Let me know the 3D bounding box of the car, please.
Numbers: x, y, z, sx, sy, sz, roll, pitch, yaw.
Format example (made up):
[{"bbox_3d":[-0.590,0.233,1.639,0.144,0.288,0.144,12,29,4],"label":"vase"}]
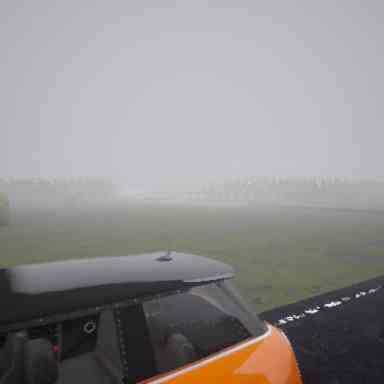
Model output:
[{"bbox_3d":[-1.356,1.352,2.105,4.553,1.767,2.097,0,0,-35],"label":"car"}]
